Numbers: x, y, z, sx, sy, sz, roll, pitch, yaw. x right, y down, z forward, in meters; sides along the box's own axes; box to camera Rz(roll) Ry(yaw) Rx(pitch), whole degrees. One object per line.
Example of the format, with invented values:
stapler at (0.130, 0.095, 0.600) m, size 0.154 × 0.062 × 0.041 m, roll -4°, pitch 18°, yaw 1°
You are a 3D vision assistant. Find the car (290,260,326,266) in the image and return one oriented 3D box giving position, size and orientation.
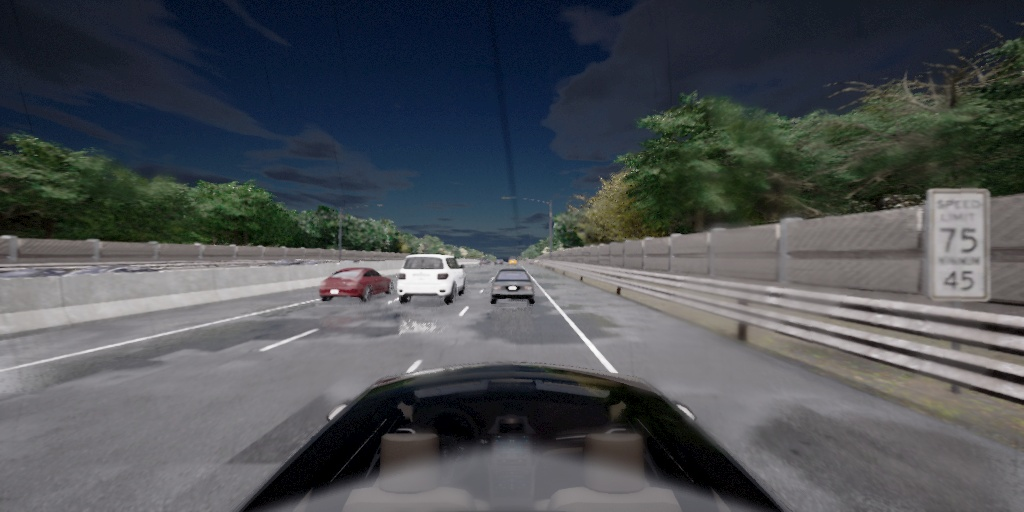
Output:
car at (-20.949, 1.222, 37.951) m, size 1.994 × 1.385 × 4.181 m, roll 0°, pitch 0°, yaw 1°

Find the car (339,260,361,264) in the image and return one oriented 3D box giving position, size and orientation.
car at (-17.441, 1.195, 38.580) m, size 1.812 × 1.442 × 4.674 m, roll 0°, pitch 0°, yaw 1°

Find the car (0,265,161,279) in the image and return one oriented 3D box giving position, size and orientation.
car at (-17.563, 1.176, 15.504) m, size 2.128 × 1.511 × 4.902 m, roll 0°, pitch 0°, yaw 0°

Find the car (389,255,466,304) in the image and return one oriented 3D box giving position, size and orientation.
car at (-3.471, 0.958, 16.389) m, size 2.150 × 2.045 × 5.566 m, roll 0°, pitch 0°, yaw 0°

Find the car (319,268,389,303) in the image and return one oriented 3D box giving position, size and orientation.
car at (-6.971, 1.248, 16.399) m, size 1.812 × 1.442 × 4.674 m, roll 0°, pitch 0°, yaw 0°

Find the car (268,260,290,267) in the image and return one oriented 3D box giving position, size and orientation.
car at (-24.435, 1.137, 39.002) m, size 2.128 × 1.511 × 4.902 m, roll 0°, pitch 0°, yaw 1°

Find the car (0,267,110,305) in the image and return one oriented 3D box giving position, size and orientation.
car at (-21.062, 1.236, 15.801) m, size 1.994 × 1.385 × 4.181 m, roll 0°, pitch 0°, yaw 0°

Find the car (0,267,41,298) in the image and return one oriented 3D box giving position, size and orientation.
car at (-24.561, 1.223, 15.836) m, size 1.994 × 1.385 × 4.181 m, roll 0°, pitch 0°, yaw 0°

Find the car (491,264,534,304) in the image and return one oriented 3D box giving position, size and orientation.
car at (0.028, 1.294, 16.385) m, size 2.033 × 1.411 × 5.357 m, roll 0°, pitch 0°, yaw 0°
